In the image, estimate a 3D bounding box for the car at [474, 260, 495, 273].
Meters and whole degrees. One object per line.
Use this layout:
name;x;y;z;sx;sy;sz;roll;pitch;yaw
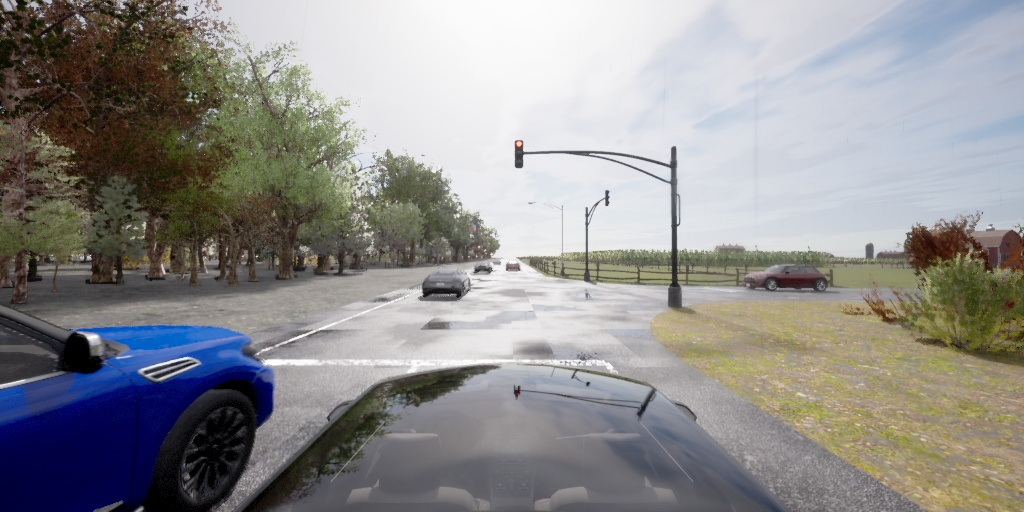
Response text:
car;-3.357;1.355;42.672;1.895;1.301;4.718;0;0;0

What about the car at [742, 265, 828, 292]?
car;17.760;1.351;23.496;4.553;1.767;2.097;1;-1;1

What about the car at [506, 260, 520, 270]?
car;0.160;1.317;51.721;1.994;1.385;4.181;0;0;0

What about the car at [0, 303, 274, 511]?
car;-3.399;0.971;1.110;2.150;2.045;5.566;0;0;0

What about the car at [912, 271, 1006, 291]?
car;29.216;1.630;23.394;4.892;1.490;1.837;1;-1;0

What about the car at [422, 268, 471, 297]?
car;-3.381;1.318;18.998;1.994;1.385;4.181;0;0;0
